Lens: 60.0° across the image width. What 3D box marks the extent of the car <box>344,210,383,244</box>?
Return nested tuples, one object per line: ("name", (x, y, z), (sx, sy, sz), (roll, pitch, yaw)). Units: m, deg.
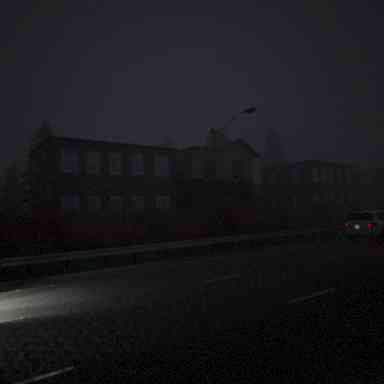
("car", (12.199, 2.187, 21.811), (5.566, 2.045, 2.150), (0, -5, -36))
